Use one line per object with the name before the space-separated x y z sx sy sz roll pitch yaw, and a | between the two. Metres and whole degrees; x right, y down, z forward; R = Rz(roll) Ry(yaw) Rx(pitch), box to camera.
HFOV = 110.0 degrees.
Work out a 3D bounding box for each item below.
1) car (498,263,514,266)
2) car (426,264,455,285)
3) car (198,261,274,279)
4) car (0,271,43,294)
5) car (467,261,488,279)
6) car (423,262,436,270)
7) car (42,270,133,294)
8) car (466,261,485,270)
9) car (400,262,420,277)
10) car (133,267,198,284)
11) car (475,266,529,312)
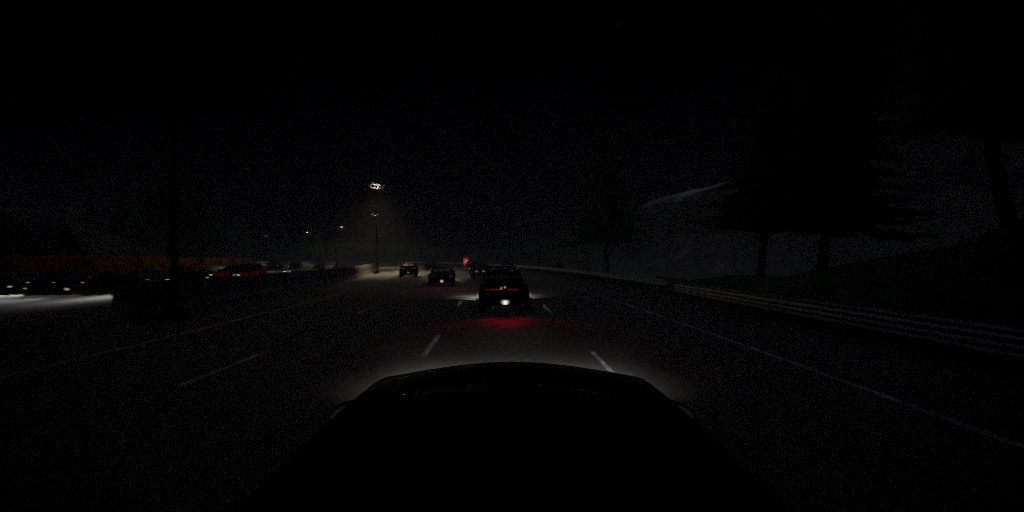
car | -0.567 1.491 39.975 1.994 1.385 4.181 0 0 -13
car | -5.385 1.508 27.980 1.895 1.301 4.718 0 0 -9
car | -19.537 1.349 25.697 2.097 1.767 4.553 0 0 -9
car | -29.725 1.621 22.977 1.994 1.385 4.181 0 0 -9
car | -3.188 1.474 35.631 2.033 1.411 5.357 0 0 -12
car | -13.288 1.628 58.620 1.812 1.442 4.674 0 0 -20
car | -26.172 1.633 23.008 1.895 1.301 4.718 0 0 -9
car | -6.083 1.532 59.302 1.882 1.535 5.008 0 0 -20
car | -11.302 1.492 39.533 2.128 1.511 4.902 0 0 -13
car | -22.969 1.510 25.077 2.128 1.511 4.902 0 0 -9
car | -0.414 1.317 14.588 1.837 1.490 4.892 0 0 -4
